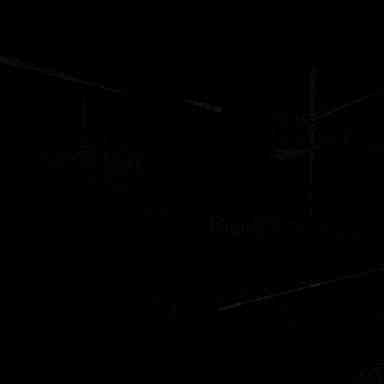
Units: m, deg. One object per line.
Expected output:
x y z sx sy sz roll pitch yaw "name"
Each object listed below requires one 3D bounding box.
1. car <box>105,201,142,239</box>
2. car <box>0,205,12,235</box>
-4.353 1.448 18.338 1.905 1.878 3.866 1 0 -36 "car"
-11.482 1.523 18.600 2.242 1.667 4.611 1 0 -36 "car"
